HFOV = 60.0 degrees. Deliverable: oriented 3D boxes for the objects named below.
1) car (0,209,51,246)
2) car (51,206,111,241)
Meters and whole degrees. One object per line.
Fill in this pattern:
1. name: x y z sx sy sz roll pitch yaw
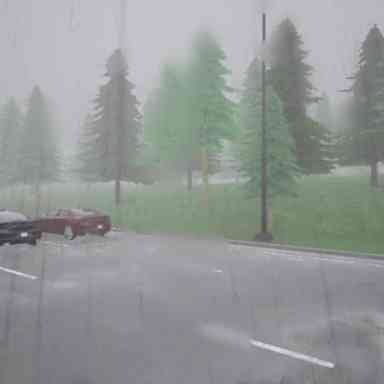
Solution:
1. car: -8.339 1.470 14.093 5.008 1.535 1.882 0 0 37
2. car: -6.258 1.470 16.907 5.008 1.535 1.882 0 0 37
